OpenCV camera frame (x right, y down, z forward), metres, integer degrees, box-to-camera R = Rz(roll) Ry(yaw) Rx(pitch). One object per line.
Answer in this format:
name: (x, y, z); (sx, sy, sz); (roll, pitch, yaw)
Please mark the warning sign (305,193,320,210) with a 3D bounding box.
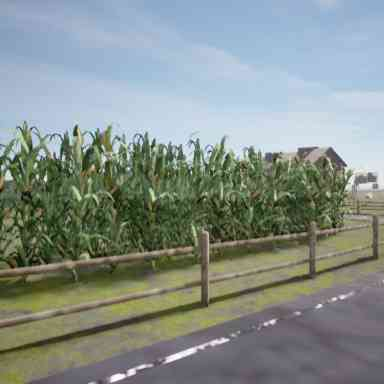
warning sign: (13.847, 1.100, 38.300); (1.300, 1.860, 1.060); (0, 0, -40)
